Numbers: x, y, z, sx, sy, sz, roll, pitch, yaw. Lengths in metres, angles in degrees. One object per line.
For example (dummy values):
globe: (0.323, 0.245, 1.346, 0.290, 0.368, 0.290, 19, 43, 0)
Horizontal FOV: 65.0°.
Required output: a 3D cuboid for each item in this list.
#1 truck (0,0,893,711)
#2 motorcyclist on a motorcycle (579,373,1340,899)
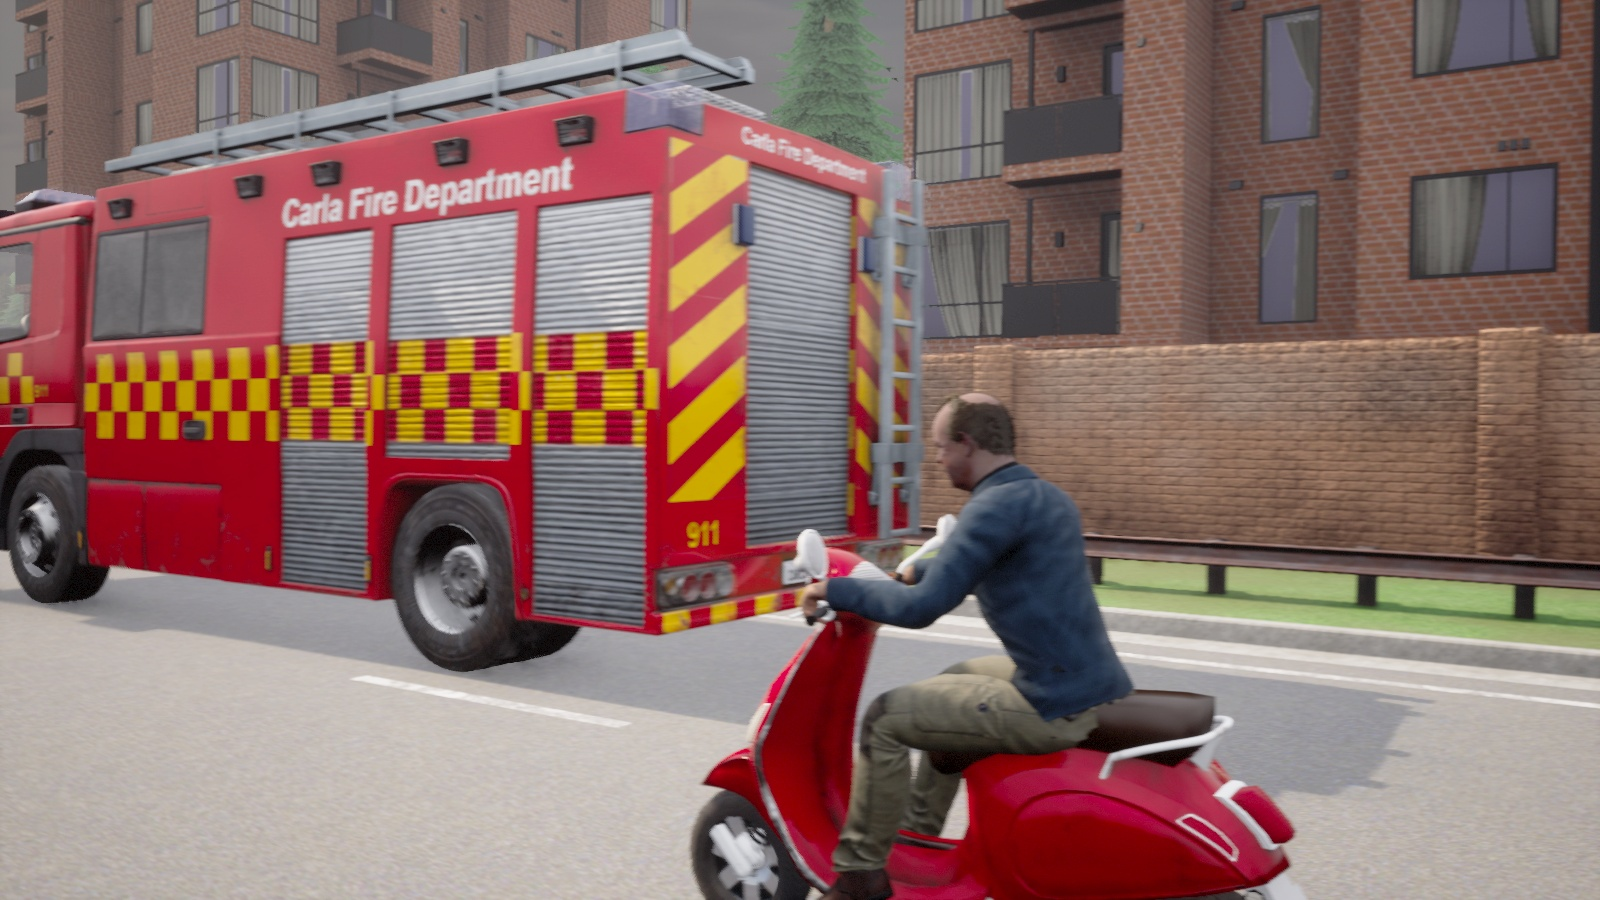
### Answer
truck: (-3.667, -0.539, 10.238, 8.468, 3.827, 2.891, 0, 1, 34)
motorcyclist on a motorcycle: (0.387, 0.635, 3.365, 1.817, 1.590, 0.866, 0, 1, 34)
